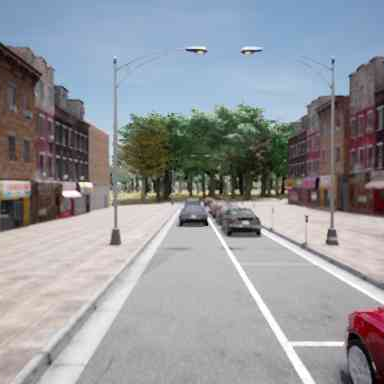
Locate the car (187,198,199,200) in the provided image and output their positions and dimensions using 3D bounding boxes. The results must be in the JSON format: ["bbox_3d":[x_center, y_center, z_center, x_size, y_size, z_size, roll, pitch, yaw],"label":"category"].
[{"bbox_3d":[0.114,1.464,40.269,2.128,1.511,4.902,0,0,0],"label":"car"}]

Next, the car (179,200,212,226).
[{"bbox_3d":[0.108,1.539,23.403,1.994,1.385,4.181,0,0,0],"label":"car"}]

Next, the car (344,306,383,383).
[{"bbox_3d":[2.627,1.541,2.142,1.887,1.381,4.507,-1,0,0],"label":"car"}]

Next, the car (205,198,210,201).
[{"bbox_3d":[2.644,1.522,34.581,2.008,1.369,4.403,-1,0,0],"label":"car"}]

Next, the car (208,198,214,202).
[{"bbox_3d":[2.641,1.517,29.175,1.887,1.381,4.507,-1,0,0],"label":"car"}]

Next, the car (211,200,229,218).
[{"bbox_3d":[2.639,1.525,23.768,2.008,1.369,4.403,-1,0,0],"label":"car"}]

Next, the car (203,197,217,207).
[{"bbox_3d":[2.653,1.522,50.801,1.887,1.381,4.507,-1,0,0],"label":"car"}]

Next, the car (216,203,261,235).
[{"bbox_3d":[2.636,1.543,18.362,1.947,1.339,4.313,-1,0,0],"label":"car"}]
